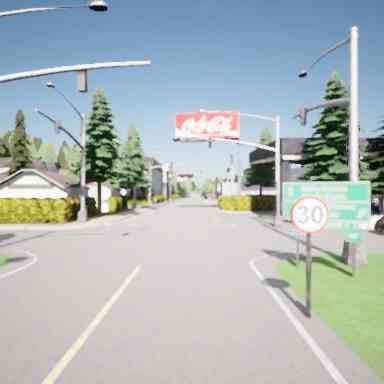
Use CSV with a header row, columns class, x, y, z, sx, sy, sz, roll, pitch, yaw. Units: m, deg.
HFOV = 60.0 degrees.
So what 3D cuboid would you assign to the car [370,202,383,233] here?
class,x,y,z,sx,sy,sz,roll,pitch,yaw
car,13.309,1.671,19.584,4.553,1.767,2.097,0,0,1
